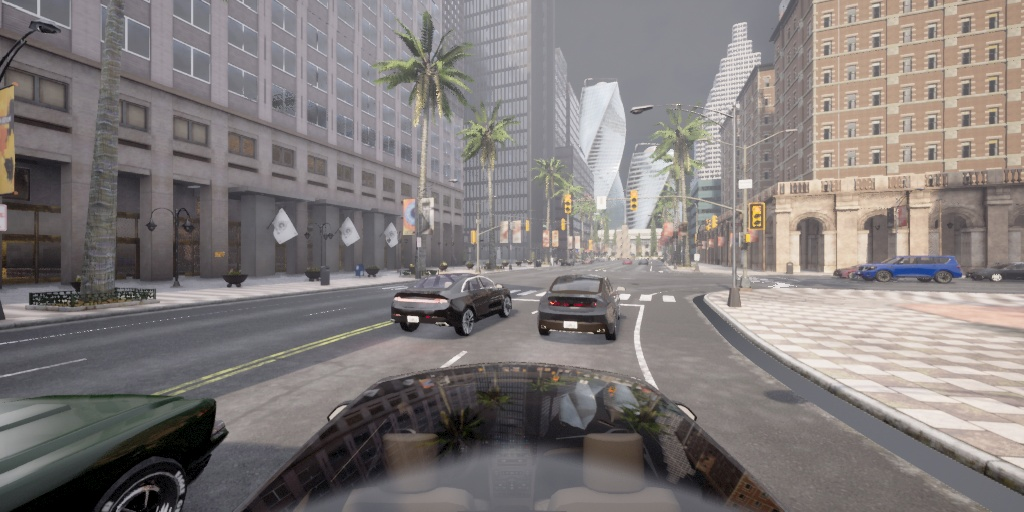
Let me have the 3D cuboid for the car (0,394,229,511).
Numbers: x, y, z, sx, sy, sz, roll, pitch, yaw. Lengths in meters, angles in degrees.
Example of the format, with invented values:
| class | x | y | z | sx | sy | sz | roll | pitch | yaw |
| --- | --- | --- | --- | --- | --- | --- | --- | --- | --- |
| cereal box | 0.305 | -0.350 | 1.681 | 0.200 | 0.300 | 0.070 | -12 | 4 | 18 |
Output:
| class | x | y | z | sx | sy | sz | roll | pitch | yaw |
| --- | --- | --- | --- | --- | --- | --- | --- | --- | --- |
| car | -3.312 | 1.351 | 0.814 | 1.895 | 1.301 | 4.718 | 0 | 0 | 1 |

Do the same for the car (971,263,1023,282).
| class | x | y | z | sx | sy | sz | roll | pitch | yaw |
| --- | --- | --- | --- | --- | --- | --- | --- | --- | --- |
| car | 38.549 | 1.254 | 27.554 | 4.892 | 1.490 | 1.837 | 0 | 0 | 22 |

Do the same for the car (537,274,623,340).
| class | x | y | z | sx | sy | sz | roll | pitch | yaw |
| --- | --- | --- | --- | --- | --- | --- | --- | --- | --- |
| car | 2.042 | 1.255 | 10.123 | 1.837 | 1.490 | 4.892 | 0 | 0 | 18 |

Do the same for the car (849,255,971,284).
| class | x | y | z | sx | sy | sz | roll | pitch | yaw |
| --- | --- | --- | --- | --- | --- | --- | --- | --- | --- |
| car | 29.878 | 0.971 | 27.201 | 5.566 | 2.045 | 2.150 | 0 | 0 | 21 |

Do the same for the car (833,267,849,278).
| class | x | y | z | sx | sy | sz | roll | pitch | yaw |
| --- | --- | --- | --- | --- | --- | --- | --- | --- | --- |
| car | 30.394 | 1.314 | 30.759 | 4.181 | 1.385 | 1.994 | 0 | 0 | 21 |

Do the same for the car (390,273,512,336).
| class | x | y | z | sx | sy | sz | roll | pitch | yaw |
| --- | --- | --- | --- | --- | --- | --- | --- | --- | --- |
| car | -1.482 | 1.242 | 10.541 | 2.128 | 1.511 | 4.902 | 0 | 0 | 19 |
